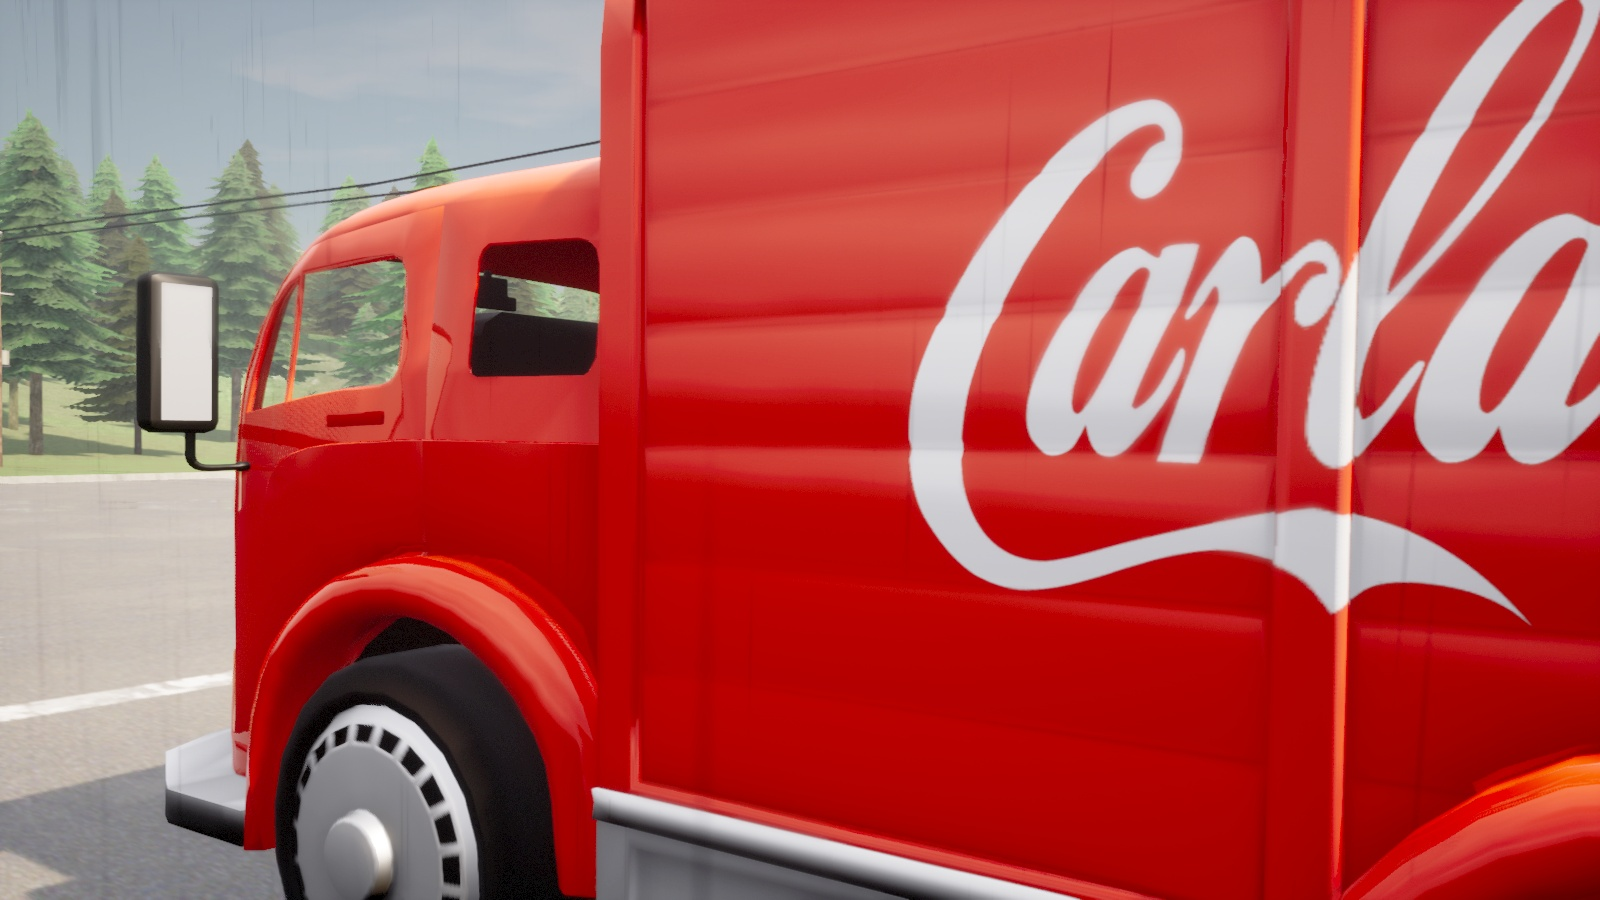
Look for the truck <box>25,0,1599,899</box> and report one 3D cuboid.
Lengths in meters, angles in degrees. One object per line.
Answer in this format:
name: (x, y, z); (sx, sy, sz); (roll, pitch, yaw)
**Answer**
truck: (0.800, 0.195, 3.082); (5.204, 2.467, 2.627); (0, 1, 34)
